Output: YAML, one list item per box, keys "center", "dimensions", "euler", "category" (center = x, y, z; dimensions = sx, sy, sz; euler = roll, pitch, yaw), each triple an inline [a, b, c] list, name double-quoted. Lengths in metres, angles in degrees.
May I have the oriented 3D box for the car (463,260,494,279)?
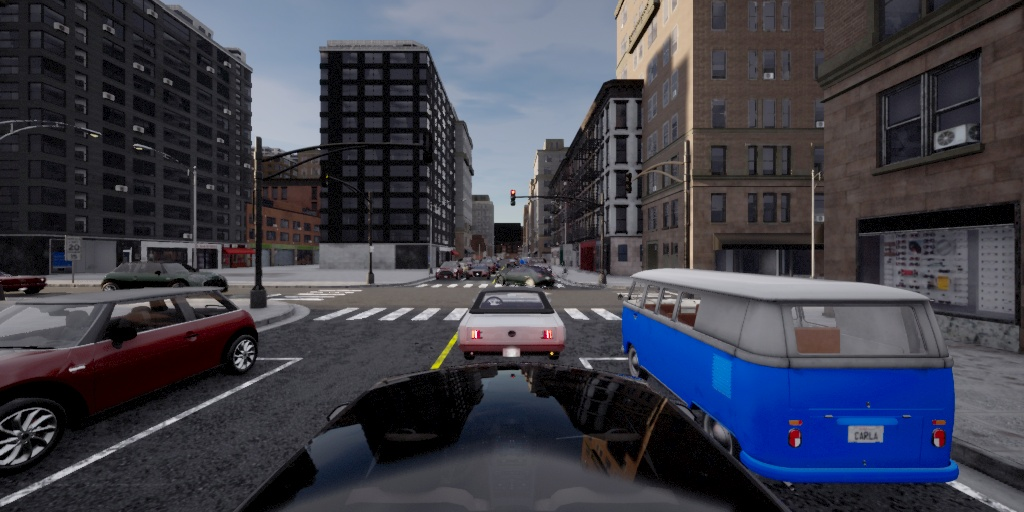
- center: [-2.883, 1.313, 31.569]
  dimensions: [1.994, 1.385, 4.181]
  euler: [0, 0, -1]
  category: "car"

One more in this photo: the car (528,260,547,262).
- center: [2.605, 1.294, 31.403]
  dimensions: [1.888, 1.381, 4.507]
  euler: [0, 0, 0]
  category: "car"

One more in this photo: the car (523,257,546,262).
- center: [2.599, 1.063, 36.812]
  dimensions: [2.192, 1.841, 5.009]
  euler: [0, 0, 0]
  category: "car"

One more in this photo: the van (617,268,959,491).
- center: [2.637, 1.091, 4.523]
  dimensions: [1.690, 1.789, 3.998]
  euler: [0, 0, 0]
  category: "van"

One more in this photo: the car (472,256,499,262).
- center: [-2.876, 1.100, 40.189]
  dimensions: [2.097, 1.767, 4.553]
  euler: [0, 0, 0]
  category: "car"

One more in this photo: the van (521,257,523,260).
- center: [2.580, 1.086, 53.042]
  dimensions: [1.690, 1.789, 3.998]
  euler: [0, 0, 0]
  category: "van"

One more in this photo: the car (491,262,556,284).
- center: [0.882, 1.319, 23.603]
  dimensions: [1.994, 1.385, 4.181]
  euler: [-1, 1, -43]
  category: "car"

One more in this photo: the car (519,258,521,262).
- center: [2.574, 1.309, 58.451]
  dimensions: [1.948, 1.339, 4.313]
  euler: [0, 0, 0]
  category: "car"

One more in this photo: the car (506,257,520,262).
- center: [0.026, 1.268, 62.115]
  dimensions: [1.812, 1.442, 4.674]
  euler: [0, 0, 0]
  category: "car"

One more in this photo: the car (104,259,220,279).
- center: [-16.005, 1.022, 16.731]
  dimensions: [4.553, 1.767, 2.097]
  euler: [0, 0, 0]
  category: "car"

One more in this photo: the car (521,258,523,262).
- center: [2.587, 1.292, 47.632]
  dimensions: [1.888, 1.381, 4.507]
  euler: [0, 0, 0]
  category: "car"

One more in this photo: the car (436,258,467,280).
- center: [-5.420, 1.188, 31.394]
  dimensions: [1.967, 1.591, 4.097]
  euler: [0, 0, 0]
  category: "car"

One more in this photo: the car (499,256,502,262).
- center: [-2.890, 1.099, 49.064]
  dimensions: [2.097, 1.767, 4.553]
  euler: [0, 0, 0]
  category: "car"

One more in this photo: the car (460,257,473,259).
- center: [-5.432, 1.062, 42.213]
  dimensions: [2.192, 1.841, 5.009]
  euler: [0, 0, 0]
  category: "car"

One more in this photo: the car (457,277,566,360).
- center: [-0.006, 1.351, 8.309]
  dimensions: [1.895, 1.301, 4.718]
  euler: [0, 0, 0]
  category: "car"

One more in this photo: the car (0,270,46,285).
- center: [-24.984, 1.220, 16.717]
  dimensions: [4.718, 1.301, 1.895]
  euler: [0, 0, 0]
  category: "car"

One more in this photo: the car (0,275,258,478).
- center: [-5.389, 1.190, 4.514]
  dimensions: [1.967, 1.591, 4.097]
  euler: [0, 0, 0]
  category: "car"
